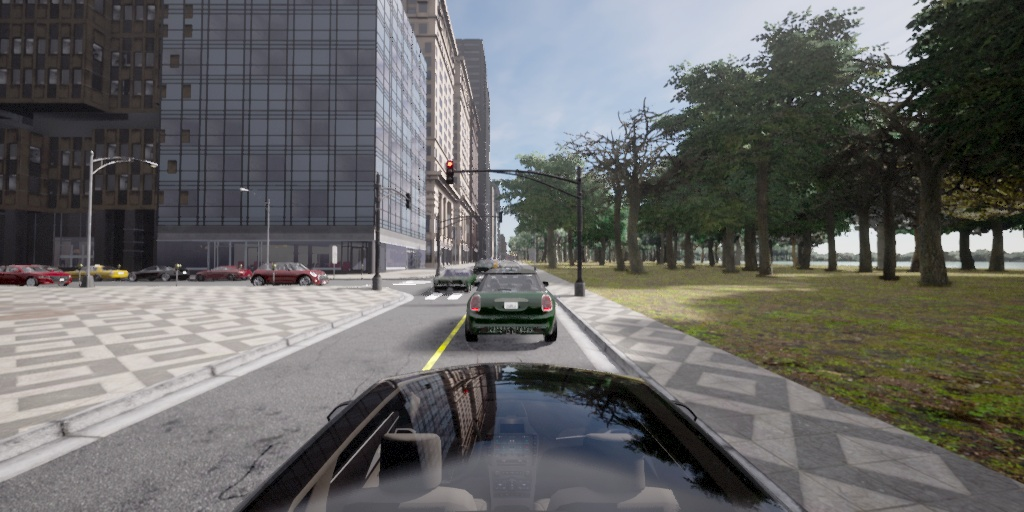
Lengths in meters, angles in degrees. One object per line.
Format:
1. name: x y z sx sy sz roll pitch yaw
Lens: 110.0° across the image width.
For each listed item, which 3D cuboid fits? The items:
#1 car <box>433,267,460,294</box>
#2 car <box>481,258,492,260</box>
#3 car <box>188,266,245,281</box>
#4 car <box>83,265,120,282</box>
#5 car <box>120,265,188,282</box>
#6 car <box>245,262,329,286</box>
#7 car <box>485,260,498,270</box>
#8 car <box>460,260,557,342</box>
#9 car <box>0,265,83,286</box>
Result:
1. car: -3.141 1.329 20.302 1.895 1.301 4.718 1 1 0
2. car: -3.217 1.174 41.761 2.097 1.767 4.553 0 0 0
3. car: -24.575 1.486 30.650 4.207 1.307 1.802 0 0 0
4. car: -35.718 1.436 30.601 4.829 1.417 1.751 0 0 0
5. car: -30.061 1.473 30.626 4.313 1.339 1.948 0 0 0
6. car: -13.599 1.115 22.174 4.097 1.591 1.967 0 0 -1
7. car: -3.246 1.356 57.271 1.882 1.535 5.008 0 0 0
8. car: -0.010 1.106 9.967 2.097 1.767 4.553 0 0 0
9. car: -30.029 1.230 22.104 4.507 1.381 1.888 0 0 0
